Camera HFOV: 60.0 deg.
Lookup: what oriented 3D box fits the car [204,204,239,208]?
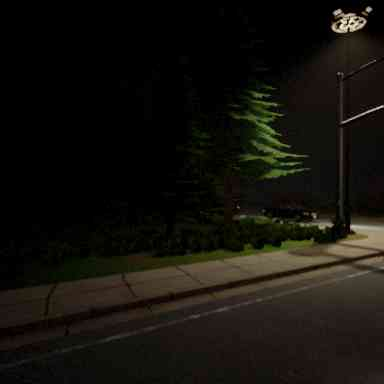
[{"bbox_3d":[3.088,1.560,35.581,2.097,1.767,4.553,1,0,-35],"label":"car"}]

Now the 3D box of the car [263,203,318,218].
[{"bbox_3d":[8.241,1.697,28.105,2.128,1.511,4.902,1,0,-35],"label":"car"}]
